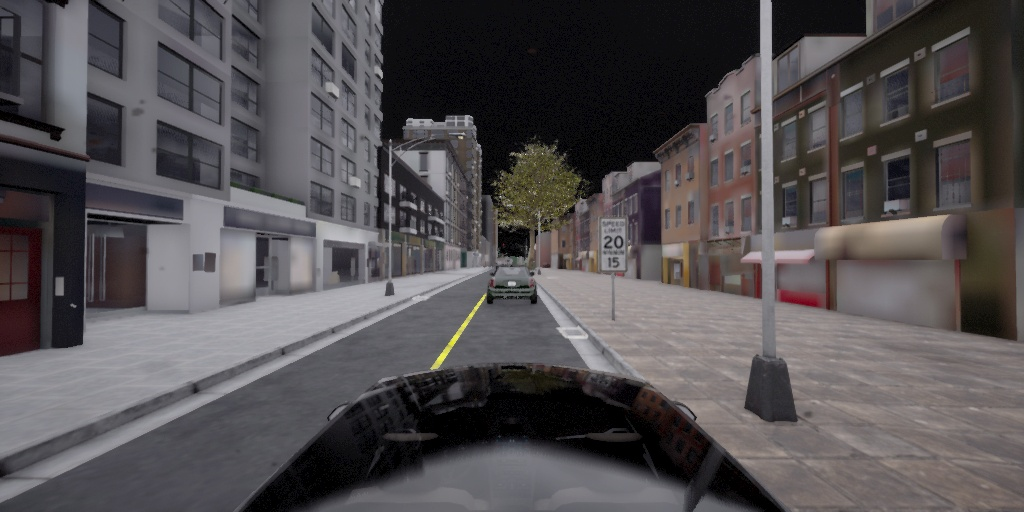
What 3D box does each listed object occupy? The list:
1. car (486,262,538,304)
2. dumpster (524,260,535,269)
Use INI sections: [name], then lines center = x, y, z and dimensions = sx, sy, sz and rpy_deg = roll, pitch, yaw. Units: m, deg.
[car]
center = -0.001, 1.141, 16.474
dimensions = 2.097, 1.767, 4.553
rpy_deg = 0, 0, 0
[dumpster]
center = 3.009, 1.639, 62.169
dimensions = 1.020, 1.700, 1.940
rpy_deg = 0, 0, 0
